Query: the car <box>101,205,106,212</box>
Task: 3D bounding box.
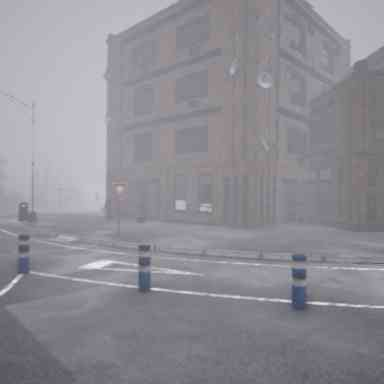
[{"bbox_3d":[-12.137,2.497,50.028,2.002,1.452,4.674,2,-3,8],"label":"car"}]
